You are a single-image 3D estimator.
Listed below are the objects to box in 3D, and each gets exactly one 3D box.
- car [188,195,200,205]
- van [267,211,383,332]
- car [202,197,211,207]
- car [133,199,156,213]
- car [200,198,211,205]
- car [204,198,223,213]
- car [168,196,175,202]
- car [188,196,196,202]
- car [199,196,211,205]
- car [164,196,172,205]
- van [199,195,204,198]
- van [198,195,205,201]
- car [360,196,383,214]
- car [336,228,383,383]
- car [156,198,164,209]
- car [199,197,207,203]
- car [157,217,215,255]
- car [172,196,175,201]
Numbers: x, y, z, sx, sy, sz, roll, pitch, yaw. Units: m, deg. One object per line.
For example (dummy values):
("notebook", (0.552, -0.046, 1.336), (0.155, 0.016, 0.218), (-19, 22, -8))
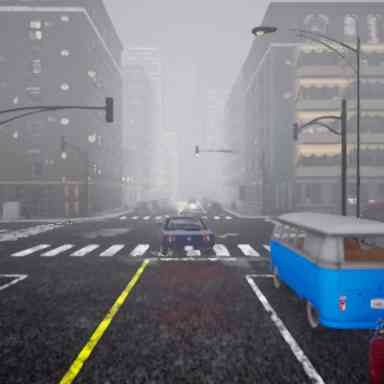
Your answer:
("car", (-0.001, 1.826, 68.040), (2.033, 1.411, 5.357), (0, 0, 0))
("van", (2.682, 1.366, 6.607), (1.690, 1.788, 3.998), (0, 0, 0))
("car", (2.684, 1.742, 44.524), (1.947, 1.339, 4.313), (0, 0, 0))
("car", (-5.697, 1.719, 39.013), (1.947, 1.339, 4.313), (0, 0, 0))
("car", (2.684, 1.839, 66.618), (1.947, 1.339, 4.313), (0, 0, 0))
("car", (2.684, 1.734, 39.001), (1.802, 1.307, 4.206), (0, 0, 0))
("car", (-5.698, 1.926, 94.078), (1.752, 1.417, 4.829), (0, 0, 0))
("car", (0.000, 1.712, 78.462), (1.994, 1.385, 4.181), (0, 0, 0))
("car", (2.684, 1.769, 55.571), (1.887, 1.381, 4.507), (0, 0, 0))
("car", (-5.697, 1.818, 66.630), (1.887, 1.381, 4.507), (0, 0, 0))
("van", (2.682, 1.589, 61.095), (1.690, 1.788, 3.998), (0, 0, 0))
("van", (2.682, 1.743, 94.236), (1.690, 1.788, 3.998), (-1, 0, 0))
("car", (15.759, 1.131, 26.141), (5.009, 1.841, 2.192), (-1, 1, 0))
("car", (2.682, 1.320, 1.080), (2.192, 1.841, 5.009), (0, 0, 0))
("car", (-5.697, 1.766, 50.060), (1.947, 1.339, 4.313), (0, 0, 0))
("car", (2.683, 1.875, 83.357), (1.752, 1.417, 4.829), (-1, 0, 0))
("car", (-0.423, 1.652, 13.663), (1.895, 1.301, 4.718), (0, 0, -8))
("car", (-5.697, 1.905, 77.677), (1.802, 1.307, 4.206), (0, 0, 0))
